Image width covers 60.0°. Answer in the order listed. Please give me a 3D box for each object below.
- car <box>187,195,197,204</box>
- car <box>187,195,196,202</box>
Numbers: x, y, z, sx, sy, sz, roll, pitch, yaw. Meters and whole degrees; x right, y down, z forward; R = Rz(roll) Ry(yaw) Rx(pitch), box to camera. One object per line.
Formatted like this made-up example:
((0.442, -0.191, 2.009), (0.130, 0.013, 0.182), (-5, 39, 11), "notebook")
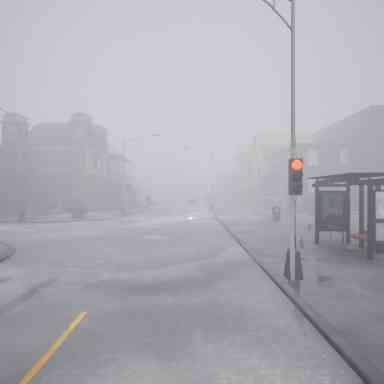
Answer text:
((0.016, 1.548, 63.445), (2.033, 1.411, 5.357), (0, 0, -1), "car")
((-0.117, 1.500, 77.293), (1.837, 1.490, 4.892), (0, 0, 0), "car")
